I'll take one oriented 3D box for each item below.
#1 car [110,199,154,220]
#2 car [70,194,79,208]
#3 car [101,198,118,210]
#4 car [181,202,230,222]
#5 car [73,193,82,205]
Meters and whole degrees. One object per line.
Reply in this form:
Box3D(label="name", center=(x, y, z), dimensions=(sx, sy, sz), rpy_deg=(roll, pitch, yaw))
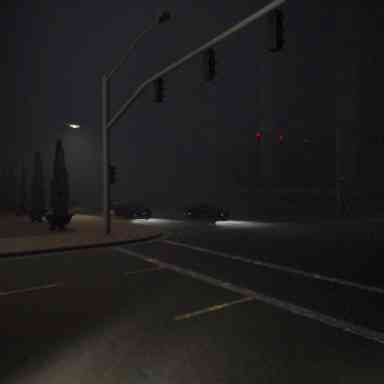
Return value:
Box3D(label="car", center=(-4.948, 1.530, 28.100), dimensions=(1.994, 1.385, 4.181), rpy_deg=(-1, 0, -35))
Box3D(label="car", center=(-17.644, 1.472, 46.147), dimensions=(1.837, 1.490, 4.892), rpy_deg=(-1, 0, -35))
Box3D(label="car", center=(-9.746, 1.466, 41.007), dimensions=(1.812, 1.442, 4.674), rpy_deg=(-1, 0, -35))
Box3D(label="car", center=(0.984, 1.502, 25.981), dimensions=(1.994, 1.385, 4.181), rpy_deg=(-1, 0, -39))
Box3D(label="car", center=(-20.551, 1.268, 56.476), dimensions=(2.150, 2.045, 5.566), rpy_deg=(-1, 0, -35))
